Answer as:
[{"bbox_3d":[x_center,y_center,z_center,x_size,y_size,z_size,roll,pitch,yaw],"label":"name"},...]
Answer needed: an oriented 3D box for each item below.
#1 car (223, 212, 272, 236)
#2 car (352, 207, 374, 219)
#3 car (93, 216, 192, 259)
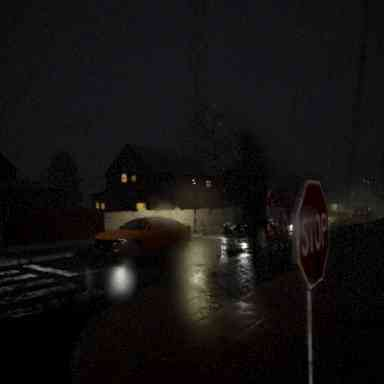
[{"bbox_3d":[3.891,2.088,22.734,1.837,1.490,4.892,-2,-2,36],"label":"car"},{"bbox_3d":[21.797,2.605,42.395,2.033,1.411,5.357,-2,-2,36],"label":"car"},{"bbox_3d":[-1.992,1.855,14.630,1.882,1.535,5.008,-2,-2,36],"label":"car"}]
